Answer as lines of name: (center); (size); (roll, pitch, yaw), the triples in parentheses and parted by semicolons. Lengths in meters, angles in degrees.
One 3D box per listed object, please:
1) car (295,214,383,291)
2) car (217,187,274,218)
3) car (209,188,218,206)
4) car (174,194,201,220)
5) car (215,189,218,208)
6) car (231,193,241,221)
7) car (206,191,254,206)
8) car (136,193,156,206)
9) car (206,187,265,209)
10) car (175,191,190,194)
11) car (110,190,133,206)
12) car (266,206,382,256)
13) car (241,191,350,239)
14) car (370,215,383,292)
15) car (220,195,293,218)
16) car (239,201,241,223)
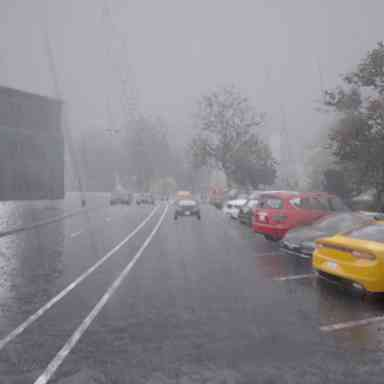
car: (5.273, 1.426, 7.930); (5.008, 1.535, 2.097); (1, 0, -21)
car: (4.939, 0.928, 22.774); (5.566, 2.045, 2.435); (0, 2, -22)
car: (4.603, 0.662, 31.681); (5.566, 2.045, 2.435); (0, 2, -23)
car: (-0.363, 1.170, 24.486); (1.812, 1.442, 4.674); (0, 2, -2)
car: (4.779, 0.883, 28.745); (4.553, 1.767, 2.185); (0, 2, -22)
car: (5.021, 1.123, 19.809); (4.553, 1.767, 2.185); (0, 1, -22)
car: (4.339, 0.720, 37.642); (4.892, 1.521, 2.231); (0, 2, -23)
car: (-5.172, 0.786, 37.813); (1.994, 1.385, 4.181); (0, 2, -3)
car: (4.517, 0.565, 34.681); (5.566, 2.045, 2.435); (0, 2, -23)
car: (-1.034, 0.631, 39.893); (1.882, 1.535, 5.008); (0, 2, -3)
car: (-7.981, 0.567, 37.941); (2.097, 1.767, 4.553); (0, 2, -3)
car: (5.247, 1.398, 10.899); (4.892, 1.521, 2.231); (0, 1, -21)
car: (5.216, 1.107, 13.887); (5.566, 2.045, 2.435); (0, 1, -21)
car: (5.336, 1.323, 4.963); (4.553, 1.767, 2.185); (1, 1, -21)
car: (5.030, 1.096, 25.849); (5.366, 1.575, 1.946); (0, 1, -22)
car: (5.149, 1.338, 16.865); (4.792, 1.488, 2.163); (0, 1, -22)
